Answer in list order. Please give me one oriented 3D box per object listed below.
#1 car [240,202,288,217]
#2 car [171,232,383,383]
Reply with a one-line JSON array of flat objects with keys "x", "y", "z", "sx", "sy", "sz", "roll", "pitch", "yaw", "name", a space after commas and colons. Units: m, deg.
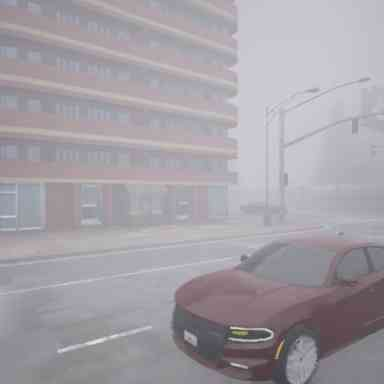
[{"x": 6.899, "y": 1.601, "z": 32.083, "sx": 1.895, "sy": 1.301, "sz": 4.718, "roll": 0, "pitch": 0, "yaw": -36, "name": "car"}, {"x": 2.007, "y": 1.477, "z": 5.448, "sx": 5.008, "sy": 1.535, "sz": 1.882, "roll": 0, "pitch": 0, "yaw": -36, "name": "car"}]
